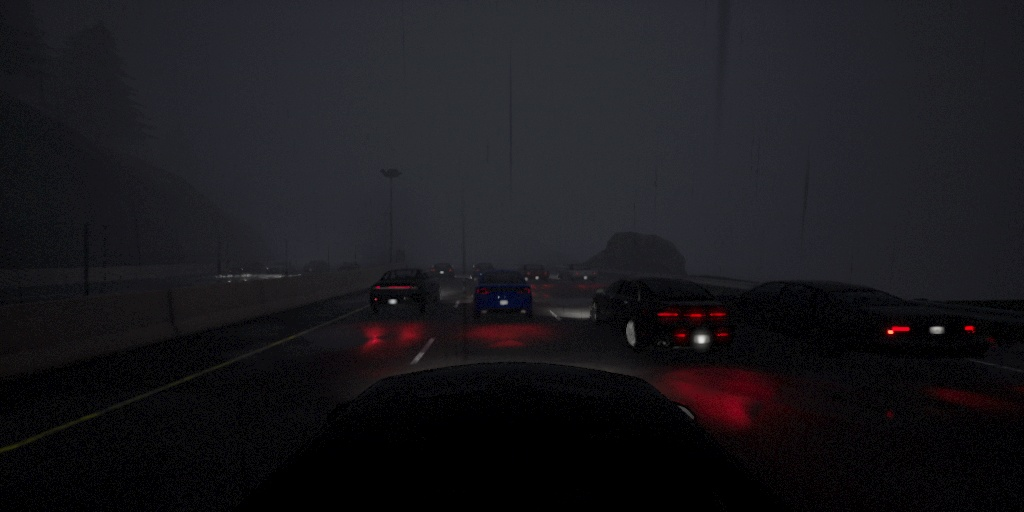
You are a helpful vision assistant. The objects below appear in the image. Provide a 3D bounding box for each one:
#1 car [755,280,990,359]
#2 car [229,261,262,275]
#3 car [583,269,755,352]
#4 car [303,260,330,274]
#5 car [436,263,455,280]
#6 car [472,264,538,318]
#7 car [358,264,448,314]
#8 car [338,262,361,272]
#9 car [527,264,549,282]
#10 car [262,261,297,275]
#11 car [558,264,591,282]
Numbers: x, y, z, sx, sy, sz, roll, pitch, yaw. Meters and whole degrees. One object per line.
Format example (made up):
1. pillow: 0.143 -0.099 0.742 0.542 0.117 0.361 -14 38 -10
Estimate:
1. car: 6.897 1.269 8.418 2.033 1.411 5.357 0 0 -3
2. car: -29.404 1.277 39.900 1.837 1.490 4.892 0 1 -14
3. car: 3.336 1.236 8.891 1.837 1.490 4.892 0 0 -2
4. car: -22.638 1.243 41.686 2.128 1.511 4.902 0 0 -14
5. car: -5.930 1.287 30.688 1.994 1.385 4.181 0 0 -9
6. car: -0.389 1.212 13.030 1.882 1.535 5.008 0 0 -4
7. car: -3.952 1.234 13.829 2.128 1.511 4.902 0 0 -4
8. car: -19.240 1.343 42.553 1.895 1.301 4.718 0 0 -14
9. car: 1.521 1.307 28.438 1.895 1.301 4.718 0 0 -8
10. car: -25.934 1.290 40.444 1.812 1.442 4.674 0 0 -14
11. car: 5.062 1.297 28.388 1.895 1.301 4.718 0 0 -8
